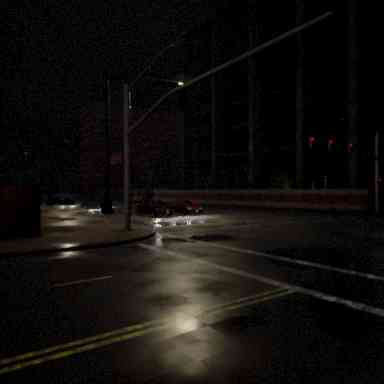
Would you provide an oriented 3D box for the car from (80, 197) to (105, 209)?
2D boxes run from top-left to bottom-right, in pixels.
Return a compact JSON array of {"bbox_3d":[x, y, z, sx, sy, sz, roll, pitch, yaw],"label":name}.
[{"bbox_3d":[-13.472,1.506,44.688,2.033,1.411,5.357,0,0,-35],"label":"car"}]

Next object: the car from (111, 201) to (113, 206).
[{"bbox_3d":[-13.546,1.513,50.748,1.994,1.385,4.181,0,0,-35],"label":"car"}]

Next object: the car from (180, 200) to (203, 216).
[{"bbox_3d":[-0.860,1.475,32.558,1.812,1.442,4.674,0,0,-35],"label":"car"}]

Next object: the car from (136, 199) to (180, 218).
[{"bbox_3d":[-3.426,1.464,30.121,1.837,1.490,4.892,0,0,-35],"label":"car"}]

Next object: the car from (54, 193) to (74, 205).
[{"bbox_3d":[-21.872,1.181,56.685,2.150,2.045,5.566,0,0,-35],"label":"car"}]
